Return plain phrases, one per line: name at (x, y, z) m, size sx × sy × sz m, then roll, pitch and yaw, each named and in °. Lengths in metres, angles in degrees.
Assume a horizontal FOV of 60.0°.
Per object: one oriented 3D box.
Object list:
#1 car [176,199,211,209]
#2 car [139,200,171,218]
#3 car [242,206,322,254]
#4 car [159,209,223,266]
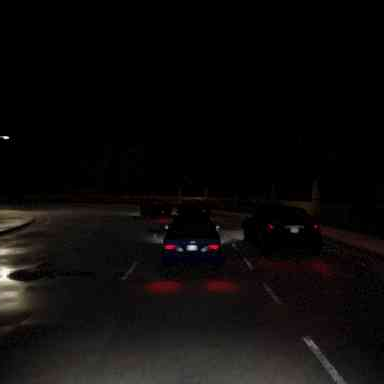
car at (0.050, 1.420, 30.578) m, size 1.882 × 1.535 × 5.008 m, roll 0°, pitch 0°, yaw -22°
car at (-3.340, 1.422, 29.685) m, size 1.882 × 1.535 × 5.008 m, roll 0°, pitch 0°, yaw -22°
car at (3.409, 1.326, 13.451) m, size 2.097 × 1.767 × 4.553 m, roll 0°, pitch 0°, yaw -2°
car at (0.003, 1.526, 11.353) m, size 2.033 × 1.411 × 5.357 m, roll 0°, pitch 0°, yaw 0°
